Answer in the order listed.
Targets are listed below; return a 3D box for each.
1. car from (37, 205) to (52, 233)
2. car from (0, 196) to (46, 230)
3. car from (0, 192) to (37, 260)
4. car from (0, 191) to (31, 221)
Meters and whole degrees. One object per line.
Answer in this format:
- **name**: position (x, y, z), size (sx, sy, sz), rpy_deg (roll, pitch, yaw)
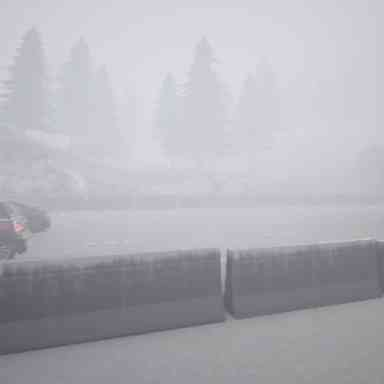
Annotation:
- **car**: position (-7.713, 0.983, 12.036), size (4.892, 1.490, 1.837), rpy_deg (0, 2, -21)
- **car**: position (-9.045, 0.919, 15.272), size (4.181, 1.385, 1.994), rpy_deg (0, 2, -21)
- **car**: position (-6.705, 0.952, 8.670), size (4.553, 1.767, 2.097), rpy_deg (0, 2, -21)
- **car**: position (-11.560, 0.716, 18.046), size (4.902, 1.511, 2.128), rpy_deg (0, 2, -21)
